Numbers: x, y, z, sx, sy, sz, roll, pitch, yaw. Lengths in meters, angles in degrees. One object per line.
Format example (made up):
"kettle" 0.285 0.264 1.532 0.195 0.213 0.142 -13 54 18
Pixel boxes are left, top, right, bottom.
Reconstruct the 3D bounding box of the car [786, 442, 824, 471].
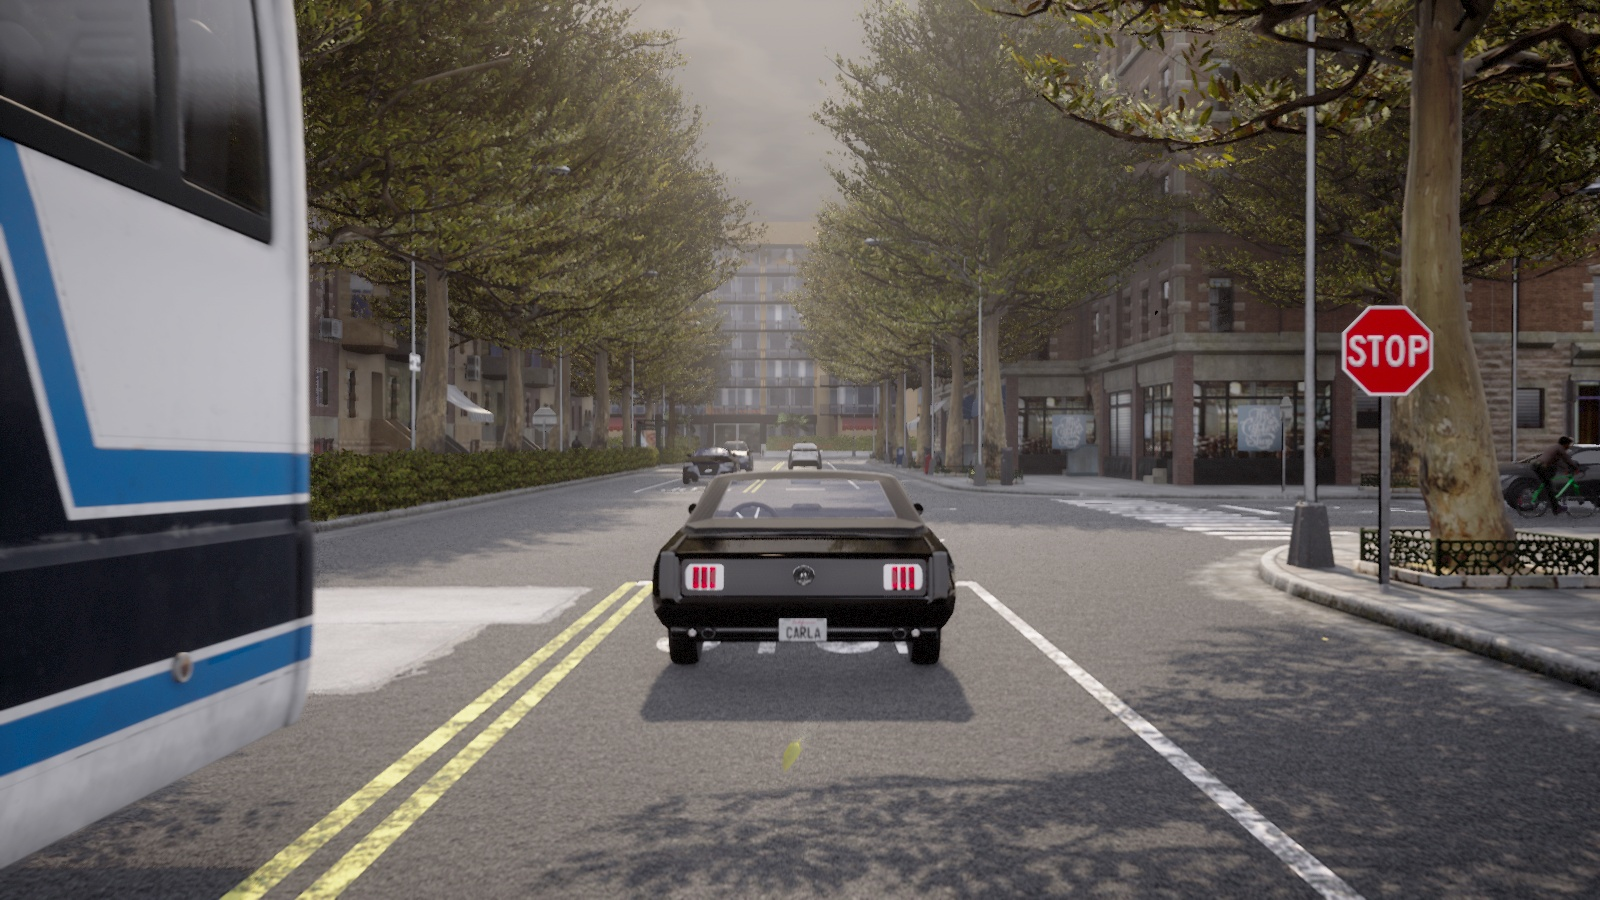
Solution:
"car" 0.282 0.345 69.036 2.007 1.525 4.514 0 0 0

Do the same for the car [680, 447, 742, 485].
"car" -3.297 0.569 47.371 1.994 1.385 4.181 0 0 1

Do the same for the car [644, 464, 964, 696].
"car" 0.042 0.798 9.807 1.895 1.301 4.718 0 0 1

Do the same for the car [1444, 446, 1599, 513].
"car" 17.239 0.644 28.164 4.674 1.442 1.812 0 0 -1

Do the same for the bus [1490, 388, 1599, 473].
"bus" 41.888 -0.936 67.590 3.944 4.253 10.273 0 0 1

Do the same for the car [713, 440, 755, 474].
"car" -3.237 0.327 62.544 1.851 1.617 3.988 0 0 0

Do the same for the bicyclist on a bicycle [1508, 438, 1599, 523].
"bicyclist on a bicycle" 14.904 0.588 24.639 1.656 1.620 0.582 1 0 -1
